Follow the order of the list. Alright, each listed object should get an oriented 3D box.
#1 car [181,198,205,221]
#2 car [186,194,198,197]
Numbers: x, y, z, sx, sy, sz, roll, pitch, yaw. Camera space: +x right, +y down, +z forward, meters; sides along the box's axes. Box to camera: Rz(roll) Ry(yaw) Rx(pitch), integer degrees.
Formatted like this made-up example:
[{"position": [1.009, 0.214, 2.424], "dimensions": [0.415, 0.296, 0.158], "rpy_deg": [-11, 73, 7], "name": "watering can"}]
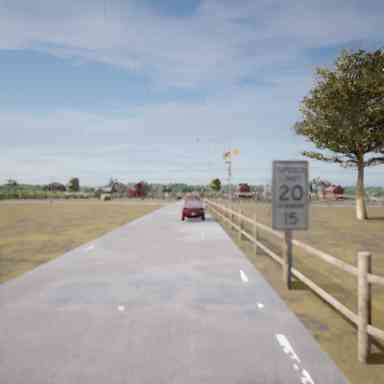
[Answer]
[{"position": [0.103, 1.530, 27.947], "dimensions": [1.882, 1.535, 5.008], "rpy_deg": [0, 0, 0], "name": "car"}, {"position": [0.029, 1.377, 48.451], "dimensions": [2.150, 2.045, 5.566], "rpy_deg": [0, 0, 0], "name": "car"}]
